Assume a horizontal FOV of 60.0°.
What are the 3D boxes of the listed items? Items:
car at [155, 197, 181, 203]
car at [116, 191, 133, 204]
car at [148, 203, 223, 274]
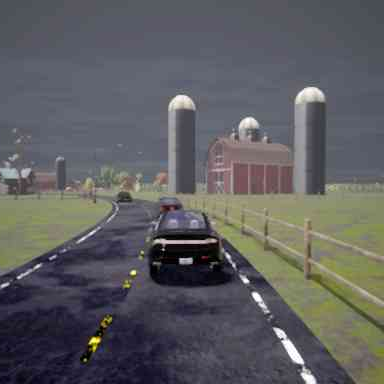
[{"bbox_3d":[-1.724,1.091,24.825,2.033,1.411,5.357,0,1,-8],"label":"car"},{"bbox_3d":[-9.007,0.707,44.098,1.882,1.535,5.008,0,1,-16],"label":"car"},{"bbox_3d":[-0.240,1.303,9.938,2.128,1.511,4.902,0,1,-2],"label":"car"}]
